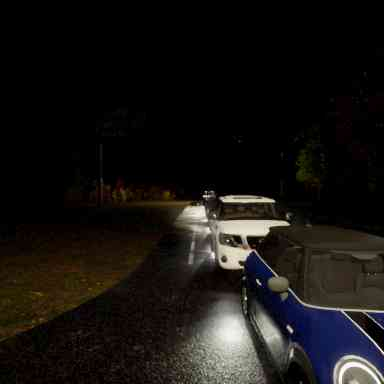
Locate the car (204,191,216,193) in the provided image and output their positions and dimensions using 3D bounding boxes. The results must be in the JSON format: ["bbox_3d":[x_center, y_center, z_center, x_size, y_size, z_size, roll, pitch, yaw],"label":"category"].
[{"bbox_3d":[2.833,0.938,54.427,2.150,2.045,5.566,0,0,2],"label":"car"}]

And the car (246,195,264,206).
[{"bbox_3d":[9.681,1.244,51.410,1.837,1.490,4.892,0,0,1],"label":"car"}]

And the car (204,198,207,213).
[{"bbox_3d":[2.012,1.380,23.076,1.837,1.490,4.892,0,0,1],"label":"car"}]

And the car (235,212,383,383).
[{"bbox_3d":[1.940,1.338,4.143,2.097,1.767,4.553,0,0,0],"label":"car"}]

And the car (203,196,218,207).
[{"bbox_3d":[2.646,1.314,47.994,1.994,1.385,4.181,0,0,2],"label":"car"}]

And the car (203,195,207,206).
[{"bbox_3d":[2.158,1.322,29.330,1.882,1.535,5.008,0,0,1],"label":"car"}]

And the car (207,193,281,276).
[{"bbox_3d":[1.727,1.160,10.489,2.150,2.045,5.566,0,0,1],"label":"car"}]

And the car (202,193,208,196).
[{"bbox_3d":[2.460,1.275,41.585,2.128,1.511,4.902,0,0,2],"label":"car"}]

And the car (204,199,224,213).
[{"bbox_3d":[2.303,1.415,35.419,1.895,1.301,4.718,0,0,1],"label":"car"}]
